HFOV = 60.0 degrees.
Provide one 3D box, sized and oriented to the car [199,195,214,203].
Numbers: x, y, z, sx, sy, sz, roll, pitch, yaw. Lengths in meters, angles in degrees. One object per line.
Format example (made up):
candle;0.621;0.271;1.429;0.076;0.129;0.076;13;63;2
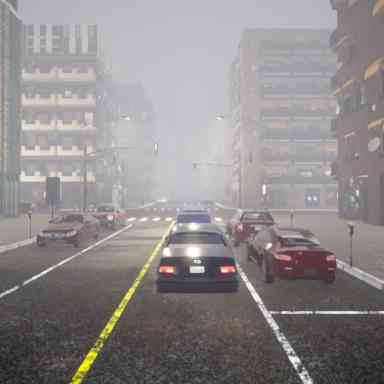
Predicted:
car;2.583;1.558;52.941;2.008;1.369;4.403;1;0;0

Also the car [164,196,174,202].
car;-5.294;1.575;75.597;1.947;1.339;4.313;1;0;0

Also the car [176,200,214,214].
car;0.096;1.482;19.590;1.882;1.535;5.008;0;0;0

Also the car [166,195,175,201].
car;-5.293;1.554;81.267;1.887;1.381;4.507;1;0;0

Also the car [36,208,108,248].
car;-5.309;1.585;14.821;1.802;1.307;4.206;1;0;0

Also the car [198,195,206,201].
car;2.589;1.560;86.967;2.008;1.369;4.403;1;0;0

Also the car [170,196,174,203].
car;-5.294;1.534;69.756;1.752;1.417;4.829;1;0;0

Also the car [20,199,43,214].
car;-17.557;1.240;31.884;5.009;1.841;2.192;0;-1;0

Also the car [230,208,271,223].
car;2.578;1.443;14.842;1.967;1.590;4.097;1;0;0

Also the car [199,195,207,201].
car;2.588;1.554;81.296;1.887;1.381;4.507;1;0;0

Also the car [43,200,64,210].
car;-17.617;1.590;39.760;4.313;1.339;1.947;0;-1;0

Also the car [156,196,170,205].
car;-5.296;1.533;58.414;1.752;1.417;4.829;1;0;0

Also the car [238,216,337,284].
car;2.575;1.584;9.293;1.802;1.307;4.206;1;0;0

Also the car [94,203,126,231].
car;-5.310;1.444;20.371;1.967;1.590;4.097;1;0;0

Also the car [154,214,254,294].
car;0.102;1.549;8.948;2.033;1.411;5.357;0;0;0
